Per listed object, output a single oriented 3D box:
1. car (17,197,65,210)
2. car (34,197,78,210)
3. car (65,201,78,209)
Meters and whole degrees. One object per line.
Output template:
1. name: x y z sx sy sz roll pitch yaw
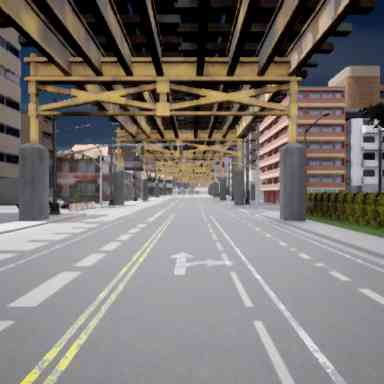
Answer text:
1. car: -17.088 1.401 37.103 4.974 1.542 2.038 0 0 25
2. car: -16.762 1.402 41.261 4.974 1.542 2.038 0 0 -20
3. car: -16.811 1.244 41.243 4.536 1.218 1.853 0 0 -20
